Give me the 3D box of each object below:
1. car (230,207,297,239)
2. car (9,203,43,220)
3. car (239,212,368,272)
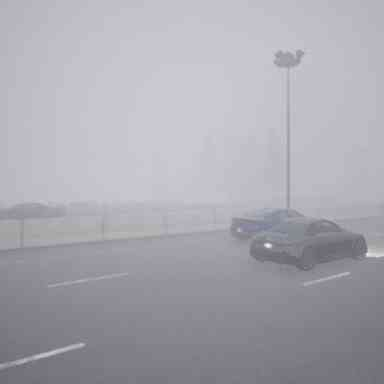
[{"bbox_3d":[3.971,1.431,15.197,5.008,1.535,1.882,0,0,-36],"label":"car"},{"bbox_3d":[-12.584,1.525,25.118,5.357,1.411,2.033,0,0,-36],"label":"car"},{"bbox_3d":[3.833,1.522,10.795,4.181,1.385,1.994,0,0,-36],"label":"car"}]
